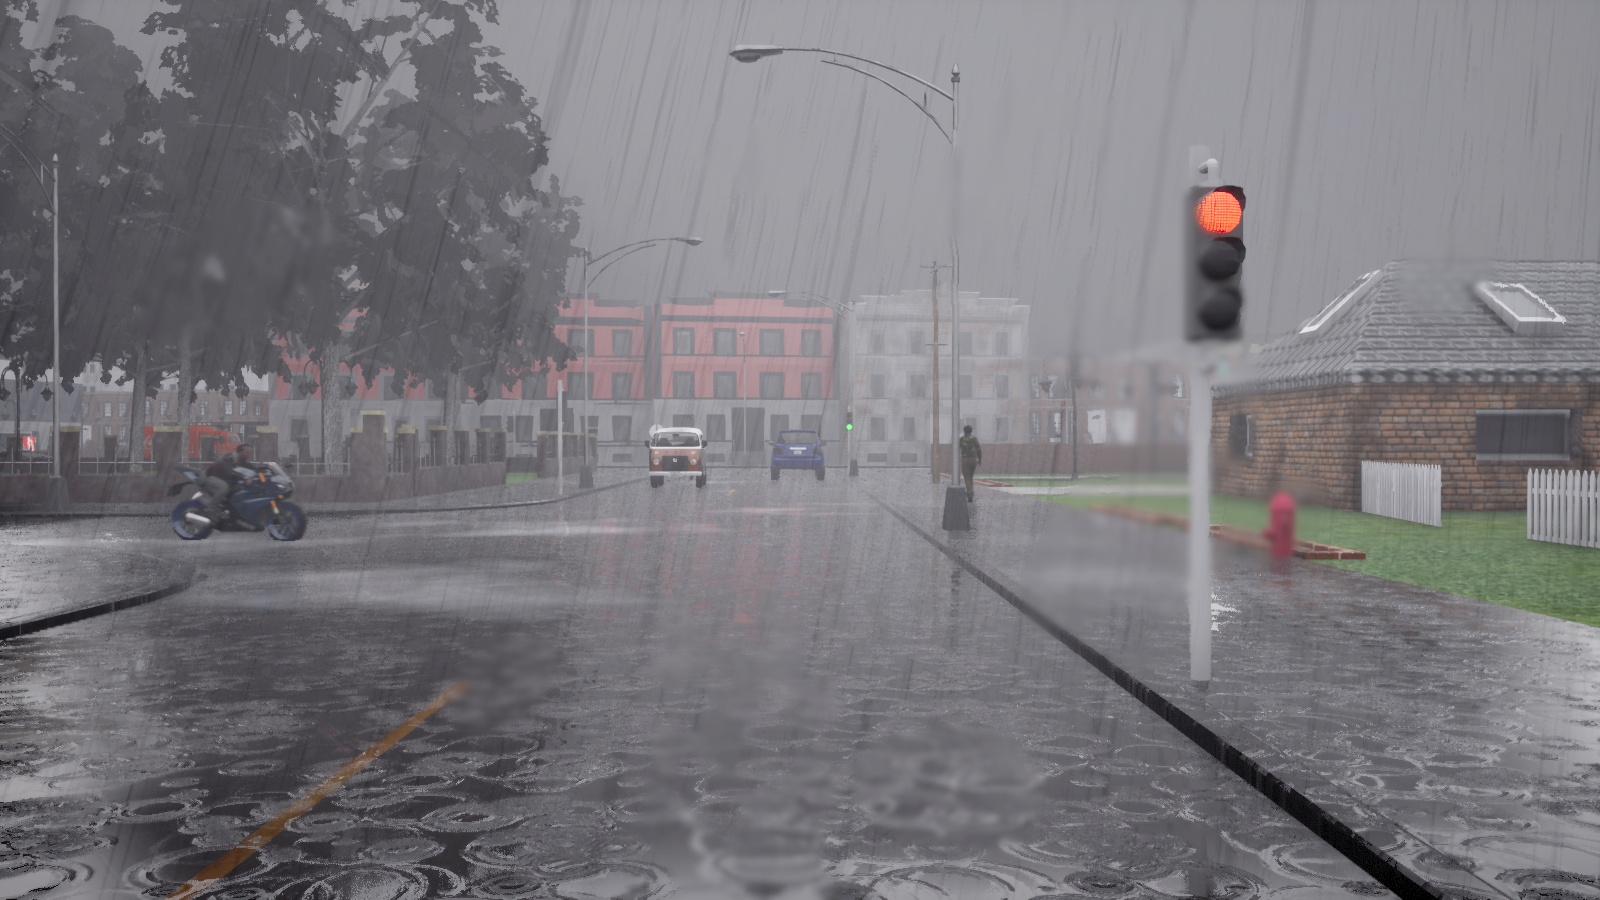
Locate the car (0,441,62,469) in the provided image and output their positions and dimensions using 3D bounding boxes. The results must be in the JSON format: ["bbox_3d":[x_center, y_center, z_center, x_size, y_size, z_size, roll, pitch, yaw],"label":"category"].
[{"bbox_3d":[-43.469,0.280,68.744,4.902,1.511,2.128,0,0,0],"label":"car"}]

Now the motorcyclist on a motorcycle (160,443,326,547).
[{"bbox_3d":[-8.530,0.666,19.270,2.191,1.530,0.866,0,1,9],"label":"motorcyclist on a motorcycle"}]

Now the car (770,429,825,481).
[{"bbox_3d":[-0.094,0.170,52.303,2.150,2.045,5.566,0,0,0],"label":"car"}]

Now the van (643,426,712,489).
[{"bbox_3d":[-4.137,0.224,42.958,2.069,2.038,4.480,0,0,-2],"label":"van"}]

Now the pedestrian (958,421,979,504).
[{"bbox_3d":[3.985,0.287,29.687,0.395,1.930,0.692,0,0,-1],"label":"pedestrian"}]

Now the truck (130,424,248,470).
[{"bbox_3d":[-33.390,-0.155,68.773,5.204,2.467,2.627,0,0,0],"label":"truck"}]
